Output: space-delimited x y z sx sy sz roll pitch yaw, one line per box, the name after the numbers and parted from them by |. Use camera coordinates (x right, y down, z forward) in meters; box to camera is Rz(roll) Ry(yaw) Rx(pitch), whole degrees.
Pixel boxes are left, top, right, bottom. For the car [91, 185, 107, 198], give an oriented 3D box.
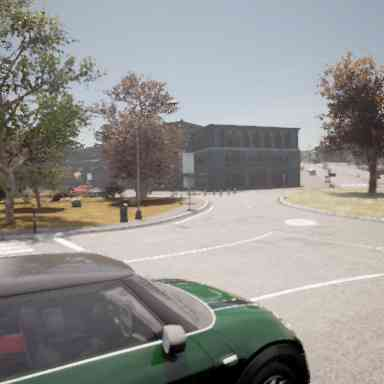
-14.194 0.219 49.851 2.231 1.521 4.892 -1 2 16 | car

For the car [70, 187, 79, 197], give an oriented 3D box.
-16.612 0.006 51.564 2.435 2.045 5.566 -1 2 16 | car

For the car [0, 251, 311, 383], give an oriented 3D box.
-1.032 1.351 2.932 4.553 1.767 2.097 0 0 -34 | car

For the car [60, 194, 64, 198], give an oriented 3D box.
-19.000 0.041 53.383 2.435 2.045 5.566 -2 1 16 | car
